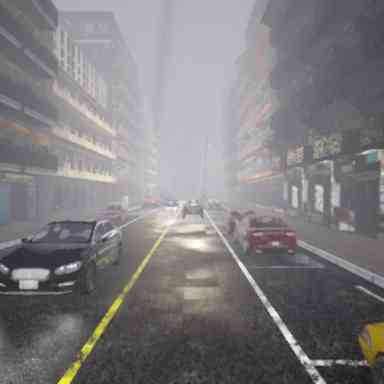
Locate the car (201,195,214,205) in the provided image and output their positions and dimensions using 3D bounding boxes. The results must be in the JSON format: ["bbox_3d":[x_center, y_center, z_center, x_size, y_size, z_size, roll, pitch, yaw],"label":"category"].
[{"bbox_3d":[2.679,1.398,58.246,1.967,1.590,4.097,0,0,0],"label":"car"}]

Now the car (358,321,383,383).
[{"bbox_3d":[2.691,1.522,1.797,1.752,1.417,4.829,0,0,0],"label":"car"}]

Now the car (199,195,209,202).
[{"bbox_3d":[2.674,1.411,75.229,1.967,1.590,4.097,0,0,0],"label":"car"}]

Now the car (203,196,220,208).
[{"bbox_3d":[2.683,1.517,41.261,2.008,1.369,4.403,0,0,0],"label":"car"}]

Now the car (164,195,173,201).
[{"bbox_3d":[-5.707,1.527,80.913,1.887,1.381,4.507,0,0,0],"label":"car"}]

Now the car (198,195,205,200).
[{"bbox_3d":[2.671,1.543,92.216,1.887,1.381,4.507,0,0,0],"label":"car"}]

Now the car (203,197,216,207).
[{"bbox_3d":[2.680,1.504,52.586,1.887,1.381,4.507,0,0,0],"label":"car"}]

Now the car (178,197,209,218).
[{"bbox_3d":[0.097,1.465,29.894,2.128,1.511,4.902,0,0,0],"label":"car"}]

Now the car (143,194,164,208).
[{"bbox_3d":[-5.699,1.280,46.942,2.192,1.841,5.009,0,0,0],"label":"car"}]

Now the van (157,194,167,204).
[{"bbox_3d":[-5.703,1.301,63.929,1.690,1.788,3.998,0,0,0],"label":"van"}]

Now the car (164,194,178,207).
[{"bbox_3d":[-3.079,1.453,51.291,2.128,1.511,4.902,0,0,0],"label":"car"}]

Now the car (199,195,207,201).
[{"bbox_3d":[2.673,1.506,81.061,1.752,1.417,4.829,0,0,0],"label":"car"}]

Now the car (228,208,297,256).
[{"bbox_3d":[2.688,1.528,12.949,1.887,1.381,4.507,0,0,0],"label":"car"}]

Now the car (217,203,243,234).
[{"bbox_3d":[2.687,1.524,18.611,1.887,1.381,4.507,0,0,0],"label":"car"}]

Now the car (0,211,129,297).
[{"bbox_3d":[-3.094,1.478,8.750,2.128,1.511,4.902,0,0,0],"label":"car"}]

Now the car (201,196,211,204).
[{"bbox_3d":[2.677,1.540,63.910,1.802,1.307,4.206,0,0,0],"label":"car"}]

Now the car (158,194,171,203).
[{"bbox_3d":[-5.705,1.281,69.589,2.192,1.841,5.009,0,0,0],"label":"car"}]

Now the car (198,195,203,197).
[{"bbox_3d":[0.091,1.458,44.599,2.128,1.511,4.902,0,0,0],"label":"car"}]

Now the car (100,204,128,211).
[{"bbox_3d":[-5.694,1.560,24.292,1.802,1.307,4.206,0,0,0],"label":"car"}]
